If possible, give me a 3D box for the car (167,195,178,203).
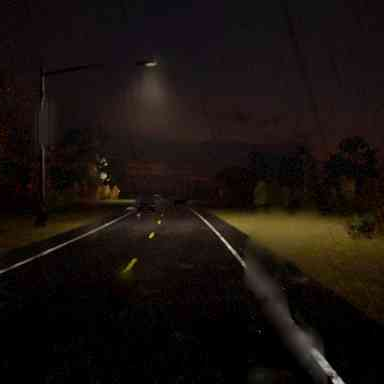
[{"bbox_3d":[-4.204,1.470,71.222,1.812,1.442,4.674,0,0,-8],"label":"car"}]

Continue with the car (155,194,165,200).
[{"bbox_3d":[-8.342,1.343,90.013,1.837,1.490,4.892,0,0,-11],"label":"car"}]

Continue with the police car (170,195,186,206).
[{"bbox_3d":[-2.149,1.393,55.375,1.930,1.638,5.238,0,0,-6],"label":"police car"}]

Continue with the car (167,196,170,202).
[{"bbox_3d":[-3.368,1.433,65.246,1.882,1.535,5.008,0,0,-8],"label":"car"}]

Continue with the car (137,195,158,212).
[{"bbox_3d":[-5.189,1.465,38.204,1.882,1.535,5.008,0,0,-4],"label":"car"}]
